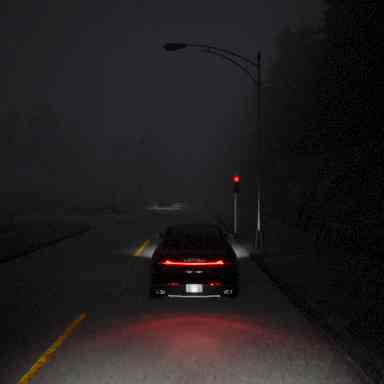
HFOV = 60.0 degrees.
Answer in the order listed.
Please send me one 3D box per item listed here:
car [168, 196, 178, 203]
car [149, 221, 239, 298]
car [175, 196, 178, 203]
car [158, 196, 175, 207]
[{"bbox_3d":[-3.994,1.522,70.755,1.812,1.442,4.674,0,0,0],"label":"car"},{"bbox_3d":[0.059,1.505,8.481,1.837,1.490,4.892,0,0,0],"label":"car"},{"bbox_3d":[-4.066,1.477,60.553,1.882,1.535,5.008,0,0,0],"label":"car"},{"bbox_3d":[-4.090,1.477,51.207,1.882,1.535,5.008,0,0,0],"label":"car"}]
